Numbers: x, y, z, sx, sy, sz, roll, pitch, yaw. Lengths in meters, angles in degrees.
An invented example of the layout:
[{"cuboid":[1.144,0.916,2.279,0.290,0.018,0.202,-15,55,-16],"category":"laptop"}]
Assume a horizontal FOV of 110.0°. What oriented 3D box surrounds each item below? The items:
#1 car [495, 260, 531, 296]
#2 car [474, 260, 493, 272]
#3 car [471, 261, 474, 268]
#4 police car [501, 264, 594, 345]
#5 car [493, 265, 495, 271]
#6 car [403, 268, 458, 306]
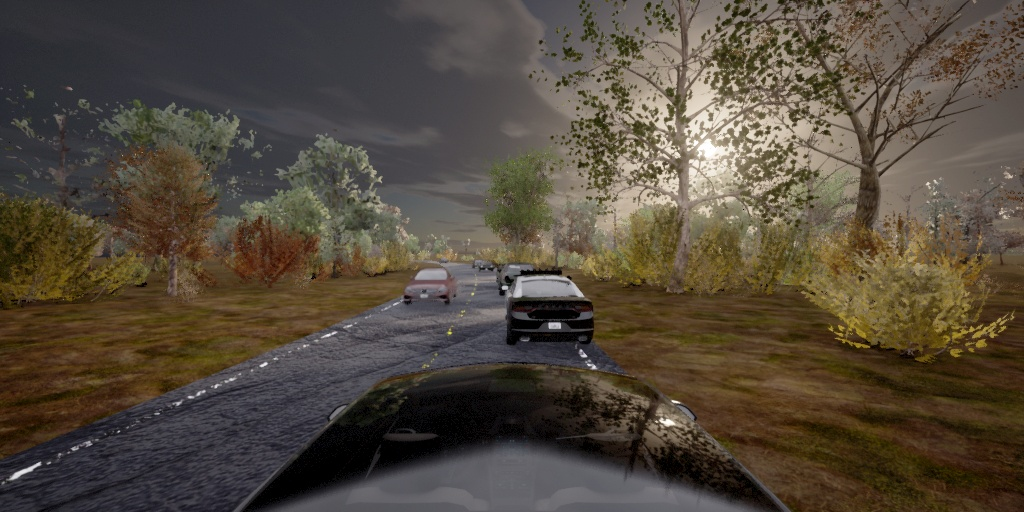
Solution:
[{"cuboid":[0.291,1.100,19.598,2.097,1.767,4.553,0,0,-4],"category":"car"},{"cuboid":[-3.496,1.346,46.563,1.895,1.301,4.718,0,0,-9],"category":"car"},{"cuboid":[-5.593,1.291,58.802,2.033,1.411,5.357,0,0,-11],"category":"car"},{"cuboid":[0.765,1.175,9.670,1.930,1.638,5.238,0,0,-2],"category":"police car"},{"cuboid":[-0.155,1.253,25.658,1.837,1.490,4.892,0,0,-5],"category":"car"},{"cuboid":[-3.493,1.275,16.061,1.812,1.442,4.674,0,0,-3],"category":"car"}]
